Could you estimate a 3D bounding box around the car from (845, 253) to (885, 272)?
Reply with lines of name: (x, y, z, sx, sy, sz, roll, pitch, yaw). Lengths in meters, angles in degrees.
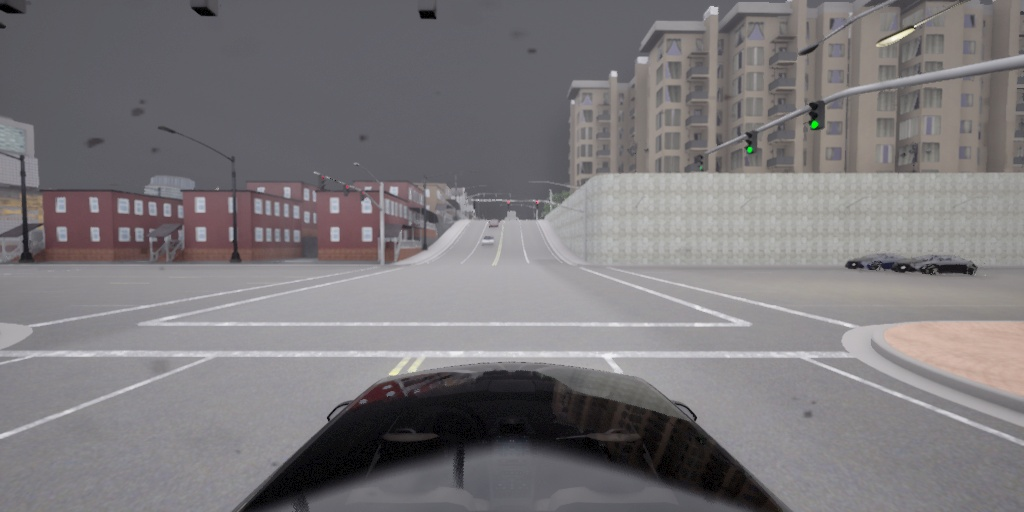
car: (28.389, 0.479, 27.669, 4.181, 1.385, 1.994, 0, 2, 0)

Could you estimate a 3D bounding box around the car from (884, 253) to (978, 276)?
car: (28.381, 0.590, 24.172, 4.181, 1.385, 1.994, 0, 2, 0)

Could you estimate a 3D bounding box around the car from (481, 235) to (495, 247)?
car: (-3.564, -2.322, 54.008, 1.895, 1.301, 4.718, 0, 12, 0)
